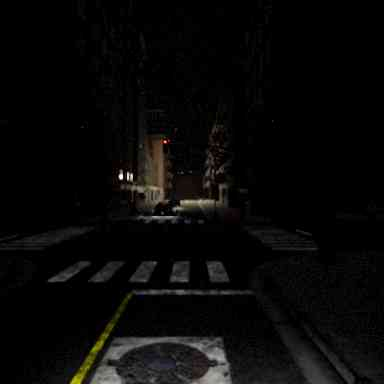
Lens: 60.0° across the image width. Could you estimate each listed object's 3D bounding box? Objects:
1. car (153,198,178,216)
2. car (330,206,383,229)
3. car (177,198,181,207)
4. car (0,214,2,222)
[{"bbox_3d":[-2.859,1.663,34.688,2.033,1.411,5.357,0,0,0],"label":"car"},{"bbox_3d":[11.625,1.632,21.985,4.829,1.417,1.752,0,0,0],"label":"car"},{"bbox_3d":[-2.822,1.666,54.523,2.128,1.511,4.902,0,0,0],"label":"car"},{"bbox_3d":[-15.258,1.606,22.013,4.829,1.417,1.752,0,-1,0],"label":"car"}]
